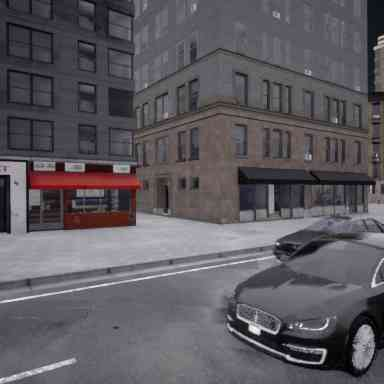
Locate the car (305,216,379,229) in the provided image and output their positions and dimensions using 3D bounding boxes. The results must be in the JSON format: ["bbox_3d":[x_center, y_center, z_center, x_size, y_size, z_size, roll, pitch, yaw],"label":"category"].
[{"bbox_3d":[5.155,1.544,11.306,5.357,1.411,2.033,0,0,-35],"label":"car"}]

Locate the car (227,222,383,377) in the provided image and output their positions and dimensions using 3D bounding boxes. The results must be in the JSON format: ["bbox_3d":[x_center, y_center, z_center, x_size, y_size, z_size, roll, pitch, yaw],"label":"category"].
[{"bbox_3d":[2.777,1.504,5.644,4.892,1.490,1.837,0,0,-35],"label":"car"}]
